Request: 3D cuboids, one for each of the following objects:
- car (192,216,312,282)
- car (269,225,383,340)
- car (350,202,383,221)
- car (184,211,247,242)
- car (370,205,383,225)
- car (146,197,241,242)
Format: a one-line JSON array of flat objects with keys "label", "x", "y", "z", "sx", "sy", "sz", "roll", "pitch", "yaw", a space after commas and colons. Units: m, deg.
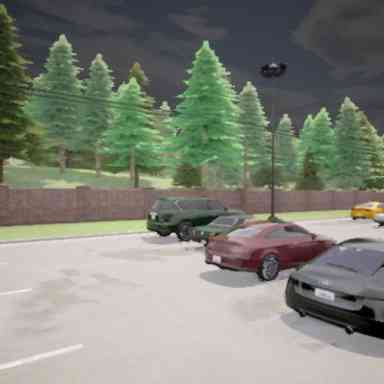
[{"label": "car", "x": 2.505, "y": 1.558, "z": 9.853, "sx": 4.674, "sy": 1.442, "sz": 1.812, "roll": 0, "pitch": 0, "yaw": -36}, {"label": "car", "x": 3.728, "y": 1.592, "z": 6.414, "sx": 4.181, "sy": 1.385, "sz": 1.994, "roll": 0, "pitch": 0, "yaw": -35}, {"label": "car", "x": 15.031, "y": 1.596, "z": 27.378, "sx": 5.008, "sy": 1.535, "sz": 1.882, "roll": 0, "pitch": 0, "yaw": -36}, {"label": "car", "x": 2.258, "y": 1.642, "z": 13.961, "sx": 4.718, "sy": 1.301, "sz": 1.895, "roll": 0, "pitch": 0, "yaw": -35}, {"label": "car", "x": 14.498, "y": 1.706, "z": 22.699, "sx": 4.718, "sy": 1.301, "sz": 1.895, "roll": 0, "pitch": 0, "yaw": -35}, {"label": "car", "x": 0.396, "y": 1.264, "z": 16.932, "sx": 5.566, "sy": 2.045, "sz": 2.150, "roll": 0, "pitch": 0, "yaw": -35}]
